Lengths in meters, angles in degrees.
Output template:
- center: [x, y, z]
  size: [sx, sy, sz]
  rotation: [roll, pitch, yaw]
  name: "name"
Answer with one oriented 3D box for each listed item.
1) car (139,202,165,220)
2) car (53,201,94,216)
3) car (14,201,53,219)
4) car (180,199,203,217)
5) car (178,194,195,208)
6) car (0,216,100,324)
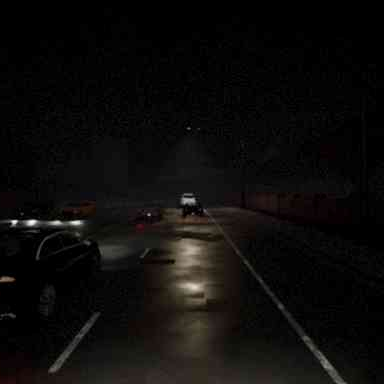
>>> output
- center: [-3.401, 1.599, 28.650]
  size: [1.812, 1.442, 4.674]
  rotation: [0, 0, 0]
  name: "car"
- center: [-10.502, 1.601, 30.395]
  size: [1.882, 1.535, 5.008]
  rotation: [0, 0, 0]
  name: "car"
- center: [-14.008, 1.588, 29.853]
  size: [1.837, 1.490, 4.892]
  rotation: [0, -1, 0]
  name: "car"
- center: [0.086, 1.684, 32.552]
  size: [1.895, 1.301, 4.718]
  rotation: [0, 0, 0]
  name: "car"
- center: [-0.775, 1.373, 48.571]
  size: [2.150, 2.045, 5.566]
  rotation: [0, -2, -7]
  name: "car"
- center: [-3.400, 1.510, 7.140]
  size: [2.128, 1.511, 4.902]
  rotation: [0, 0, 0]
  name: "car"
